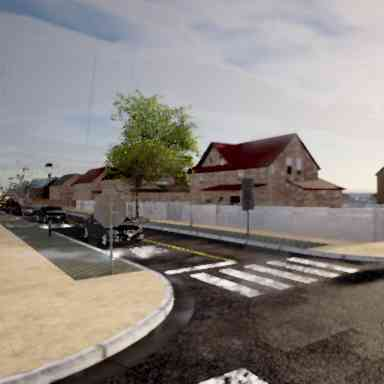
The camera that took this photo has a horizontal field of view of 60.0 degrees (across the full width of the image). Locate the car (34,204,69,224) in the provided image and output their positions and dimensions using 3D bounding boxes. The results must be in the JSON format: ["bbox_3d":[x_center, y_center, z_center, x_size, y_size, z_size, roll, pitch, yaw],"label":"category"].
[{"bbox_3d":[-12.220,1.942,29.098,1.837,1.490,4.892,0,-1,-34],"label":"car"}]

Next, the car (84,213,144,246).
[{"bbox_3d":[-4.165,1.768,17.218,1.837,1.490,4.892,0,-1,-34],"label":"car"}]

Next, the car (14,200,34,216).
[{"bbox_3d":[-20.161,2.096,40.896,2.128,1.511,4.902,0,-1,-34],"label":"car"}]

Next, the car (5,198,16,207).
[{"bbox_3d":[-41.301,2.304,77.014,2.150,2.045,5.566,0,-1,-34],"label":"car"}]
